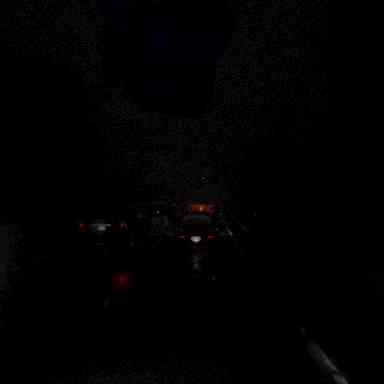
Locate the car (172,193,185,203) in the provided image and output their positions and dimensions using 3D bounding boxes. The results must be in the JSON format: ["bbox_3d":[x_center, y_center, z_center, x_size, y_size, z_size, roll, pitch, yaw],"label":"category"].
[{"bbox_3d":[-2.806,1.325,67.463,2.150,2.045,5.566,0,0,6],"label":"car"}]

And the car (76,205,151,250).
[{"bbox_3d":[-3.281,1.363,14.408,2.097,1.767,4.553,0,0,2],"label":"car"}]

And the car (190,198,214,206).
[{"bbox_3d":[0.879,1.363,29.131,2.097,1.767,4.553,0,0,3],"label":"car"}]

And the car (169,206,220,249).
[{"bbox_3d":[0.218,1.530,14.334,1.812,1.442,4.674,0,0,2],"label":"car"}]

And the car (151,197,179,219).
[{"bbox_3d":[-2.613,1.482,29.370,1.882,1.535,5.008,0,0,3],"label":"car"}]
